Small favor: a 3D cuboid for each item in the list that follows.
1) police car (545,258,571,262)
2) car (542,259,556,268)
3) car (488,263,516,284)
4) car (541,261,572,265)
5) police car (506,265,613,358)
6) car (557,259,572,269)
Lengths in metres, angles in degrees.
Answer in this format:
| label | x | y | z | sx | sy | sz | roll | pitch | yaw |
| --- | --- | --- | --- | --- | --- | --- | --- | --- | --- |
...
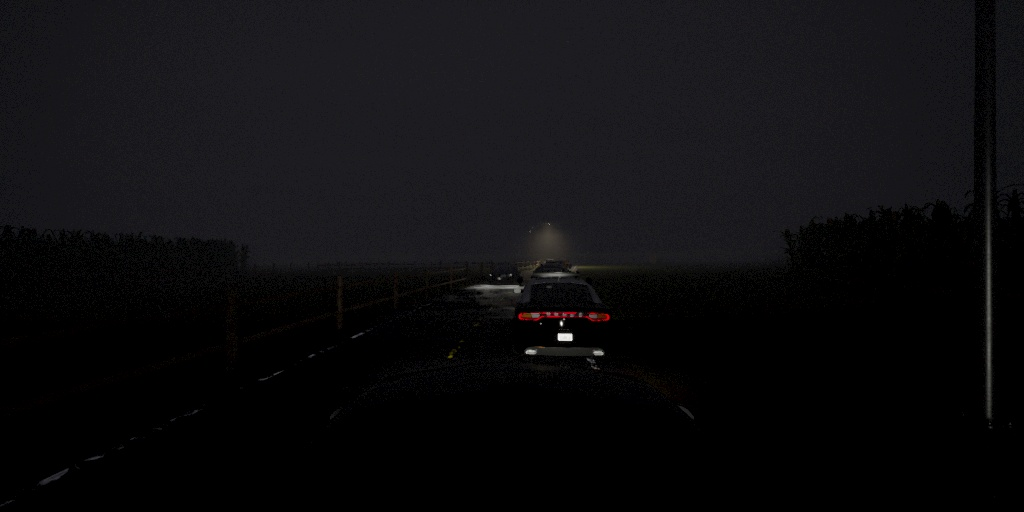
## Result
| label | x | y | z | sx | sy | sz | roll | pitch | yaw |
| --- | --- | --- | --- | --- | --- | --- | --- | --- | --- |
| police car | 2.845 | 1.159 | 24.311 | 1.930 | 1.638 | 5.238 | 0 | 0 | 10 |
| car | 6.088 | 1.220 | 58.668 | 1.812 | 1.442 | 4.674 | 0 | 0 | 11 |
| car | -0.447 | 1.259 | 26.371 | 1.812 | 1.442 | 4.674 | 0 | 0 | 10 |
| car | 1.959 | 1.218 | 18.357 | 1.882 | 1.535 | 5.008 | 0 | 0 | 7 |
| police car | 1.053 | 1.173 | 8.661 | 1.930 | 1.638 | 5.238 | 0 | 0 | 3 |
| car | 8.248 | 1.260 | 55.929 | 1.994 | 1.385 | 4.181 | 0 | 0 | 11 |
